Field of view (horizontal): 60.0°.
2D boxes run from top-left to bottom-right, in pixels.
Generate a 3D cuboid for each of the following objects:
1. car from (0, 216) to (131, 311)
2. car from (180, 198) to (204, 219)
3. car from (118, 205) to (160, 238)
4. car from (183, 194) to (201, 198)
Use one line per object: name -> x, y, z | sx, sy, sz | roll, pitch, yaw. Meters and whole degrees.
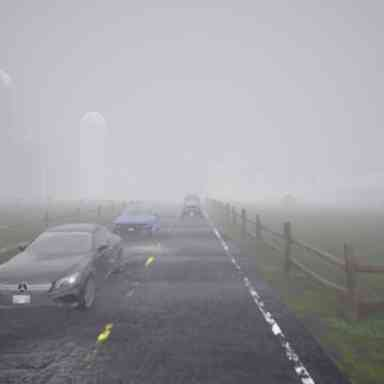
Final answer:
car -> -2.838, 1.525, 7.861 | 1.812, 1.442, 4.674 | 0, 0, 0
car -> 0.002, 1.508, 29.046 | 1.837, 1.490, 4.892 | 0, 0, 0
car -> -2.841, 1.479, 18.058 | 1.882, 1.535, 5.008 | 0, 0, 0
car -> 0.044, 1.237, 44.138 | 2.150, 2.045, 5.566 | 0, 0, 0
